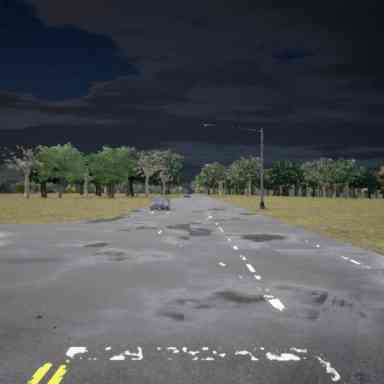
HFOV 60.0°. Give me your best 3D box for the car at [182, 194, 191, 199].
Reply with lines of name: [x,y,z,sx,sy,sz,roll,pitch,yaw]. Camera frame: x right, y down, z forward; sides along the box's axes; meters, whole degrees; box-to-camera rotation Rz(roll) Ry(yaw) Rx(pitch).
car: [-1.522,1.231,95.604,2.033,1.411,5.357,0,0,7]

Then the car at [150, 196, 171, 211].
car: [-3.610,1.267,38.549,2.097,1.767,4.553,0,0,0]
